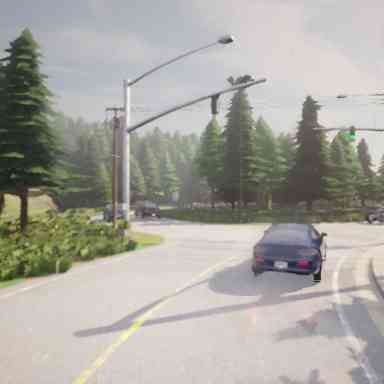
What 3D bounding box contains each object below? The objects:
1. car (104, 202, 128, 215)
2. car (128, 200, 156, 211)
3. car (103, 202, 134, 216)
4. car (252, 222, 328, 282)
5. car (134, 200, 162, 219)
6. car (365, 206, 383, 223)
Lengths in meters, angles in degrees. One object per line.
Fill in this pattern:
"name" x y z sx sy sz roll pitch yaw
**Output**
"car" -9.060 1.939 39.797 1.812 1.442 4.674 0 -1 0
"car" -7.423 2.025 50.010 2.128 1.511 4.902 0 -1 20
"car" -6.914 1.824 30.121 1.837 1.490 4.892 1 -1 -22
"car" 3.112 1.657 10.312 1.812 1.442 4.674 0 -1 23
"car" -4.393 1.870 33.035 1.837 1.490 4.892 -1 0 -20
"car" 16.646 1.889 27.816 4.902 1.511 2.128 1 -1 -25
